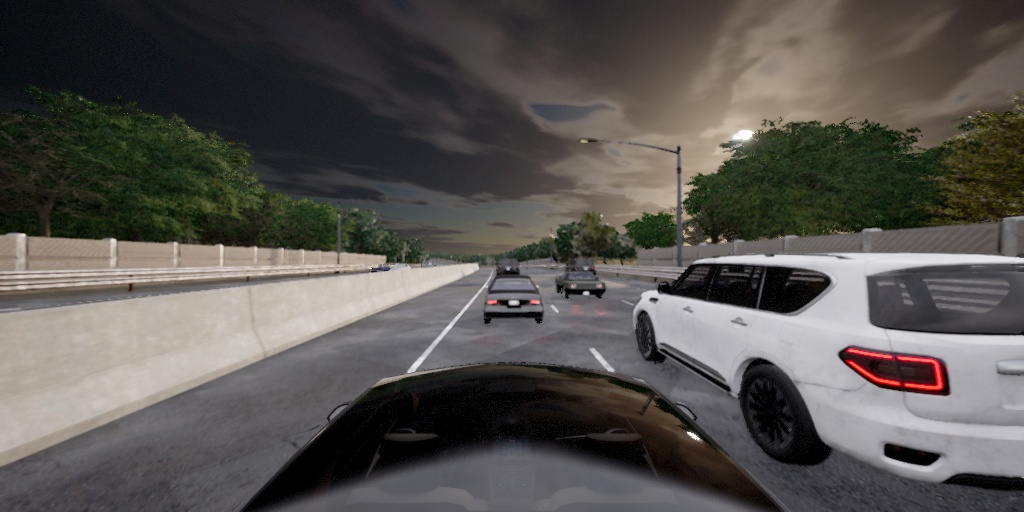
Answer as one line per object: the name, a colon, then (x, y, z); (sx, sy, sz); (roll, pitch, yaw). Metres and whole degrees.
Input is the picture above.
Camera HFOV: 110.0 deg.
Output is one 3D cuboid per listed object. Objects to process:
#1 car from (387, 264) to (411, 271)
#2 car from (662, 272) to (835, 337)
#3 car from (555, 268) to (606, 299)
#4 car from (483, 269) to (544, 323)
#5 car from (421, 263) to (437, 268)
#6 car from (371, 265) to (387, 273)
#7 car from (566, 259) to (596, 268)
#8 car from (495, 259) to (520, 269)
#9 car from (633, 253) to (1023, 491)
car: (-15.084, 1.795, 48.883); (1.812, 1.442, 4.674); (0, -1, -2)
car: (7.030, 1.341, 11.622); (2.033, 1.411, 5.357); (0, 0, -1)
car: (3.437, 1.469, 18.995); (1.895, 1.301, 4.718); (0, -1, -1)
car: (0.024, 1.347, 12.321); (2.033, 1.411, 5.357); (0, 0, -1)
car: (-11.641, 1.787, 50.621); (2.128, 1.511, 4.902); (0, -1, -2)
car: (-18.688, 1.921, 51.908); (1.895, 1.301, 4.718); (0, -1, -2)
car: (6.577, 1.290, 34.932); (2.150, 2.045, 5.566); (0, -1, -2)
car: (-0.423, 1.291, 34.847); (2.150, 2.045, 5.566); (0, -1, -2)
car: (3.583, 0.983, 5.079); (2.150, 2.045, 5.566); (0, 0, 0)
